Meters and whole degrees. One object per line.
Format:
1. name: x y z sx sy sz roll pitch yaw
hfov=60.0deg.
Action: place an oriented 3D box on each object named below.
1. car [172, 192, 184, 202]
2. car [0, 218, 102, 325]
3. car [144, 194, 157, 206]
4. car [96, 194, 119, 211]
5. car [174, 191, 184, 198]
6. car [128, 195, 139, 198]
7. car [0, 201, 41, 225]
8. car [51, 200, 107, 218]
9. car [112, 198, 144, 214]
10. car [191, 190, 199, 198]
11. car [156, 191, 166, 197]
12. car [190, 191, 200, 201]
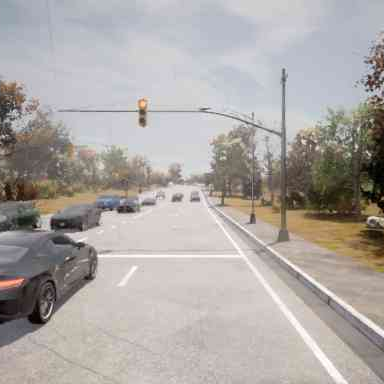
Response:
1. car: -2.851 1.010 64.148 1.837 1.490 4.892 0 3 1
2. car: -3.400 1.526 7.007 1.812 1.442 4.674 0 0 -1
3. car: -6.655 1.532 51.995 1.994 1.385 4.181 0 1 1
4. car: -10.272 1.219 40.510 2.150 2.045 5.566 0 0 0
5. car: -2.853 0.588 74.082 1.895 1.301 4.718 0 3 1
6. car: -10.102 1.356 56.661 1.837 1.490 4.892 0 2 1
7. car: -10.470 1.352 18.904 2.097 1.767 4.553 0 0 1
8. car: -6.956 1.477 20.396 1.882 1.535 5.008 0 0 1
9. car: -6.812 1.601 35.948 1.895 1.301 4.718 0 0 1
10. car: 0.654 0.493 74.498 1.812 1.442 4.674 0 3 1
11. car: -6.410 0.528 68.424 1.812 1.442 4.674 0 3 1
12. car: 0.655 1.079 64.625 1.895 1.301 4.718 0 3 1
